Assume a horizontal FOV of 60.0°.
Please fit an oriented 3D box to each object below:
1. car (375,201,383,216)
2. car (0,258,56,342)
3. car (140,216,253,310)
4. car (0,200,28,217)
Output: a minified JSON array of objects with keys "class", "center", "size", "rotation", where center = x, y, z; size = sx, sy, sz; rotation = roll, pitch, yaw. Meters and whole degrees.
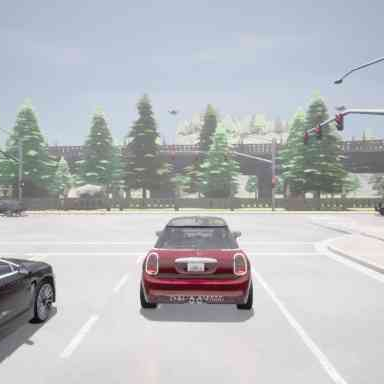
[{"class":"car","center":[19.465,1.166,29.714],"size":[5.566,2.045,2.150],"rotation":[0,0,1]},{"class":"car","center":[-3.434,1.492,4.259],"size":[2.128,1.511,4.902],"rotation":[0,0,0]},{"class":"car","center":[0.146,1.352,8.010],"size":[2.097,1.767,4.553],"rotation":[0,0,2]},{"class":"car","center":[-17.607,1.436,30.267],"size":[4.902,1.511,2.128],"rotation":[0,0,1]}]
